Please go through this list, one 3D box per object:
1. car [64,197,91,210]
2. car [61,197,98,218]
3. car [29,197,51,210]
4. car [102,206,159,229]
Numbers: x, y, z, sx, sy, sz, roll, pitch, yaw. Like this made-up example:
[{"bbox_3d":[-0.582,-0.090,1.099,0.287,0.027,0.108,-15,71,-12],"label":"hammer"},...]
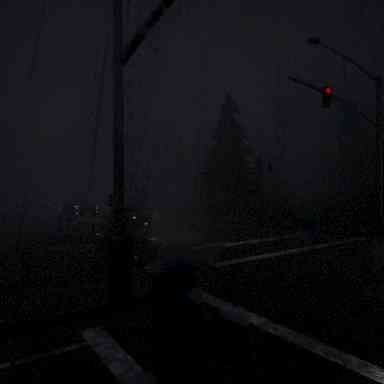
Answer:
[{"bbox_3d":[-14.419,1.452,41.647,1.812,1.442,4.674,0,0,-36],"label":"car"},{"bbox_3d":[-9.948,1.301,29.363,2.097,1.767,4.553,0,0,-36],"label":"car"},{"bbox_3d":[-19.318,1.433,42.223,1.882,1.535,5.008,0,0,-36],"label":"car"},{"bbox_3d":[-4.001,1.548,21.297,1.895,1.301,4.718,0,0,-36],"label":"car"}]
